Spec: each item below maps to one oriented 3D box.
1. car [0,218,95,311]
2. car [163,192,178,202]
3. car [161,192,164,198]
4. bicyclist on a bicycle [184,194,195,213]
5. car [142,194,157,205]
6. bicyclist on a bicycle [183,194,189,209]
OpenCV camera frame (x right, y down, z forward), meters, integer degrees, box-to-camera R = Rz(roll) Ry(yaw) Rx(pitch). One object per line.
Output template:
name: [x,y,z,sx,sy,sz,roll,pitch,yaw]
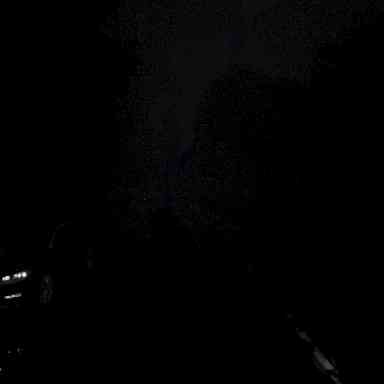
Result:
car: [-3.717,1.430,7.851,2.128,1.511,4.902,0,0,-1]
car: [-3.325,0.960,56.128,2.033,1.411,5.357,0,1,-7]
car: [-5.837,0.688,73.896,2.033,1.411,5.357,0,1,-9]
bicyclist on a bicycle: [-0.128,1.159,30.569,0.866,1.612,1.509,0,1,-3]
car: [-6.192,0.979,48.627,1.882,1.535,5.008,0,1,-6]
bicyclist on a bicycle: [-0.691,1.083,38.593,0.582,1.620,1.656,0,0,-5]
